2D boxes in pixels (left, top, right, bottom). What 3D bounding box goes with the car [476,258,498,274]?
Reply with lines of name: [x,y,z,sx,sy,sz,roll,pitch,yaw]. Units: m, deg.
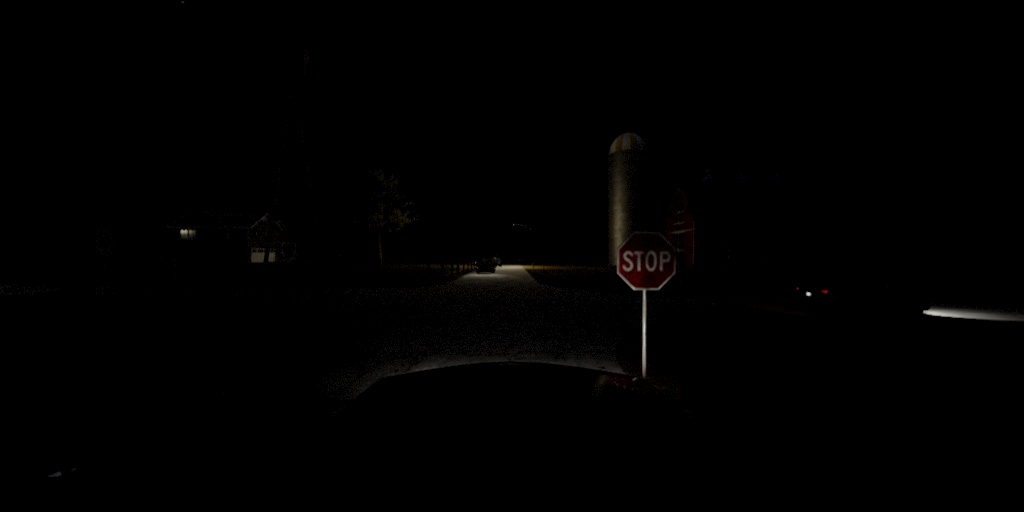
car: [-2.863,1.135,39.494,1.882,1.535,5.008,0,0,0]

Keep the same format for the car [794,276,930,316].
car: [13.918,1.530,14.417,4.181,1.385,1.994,1,0,0]

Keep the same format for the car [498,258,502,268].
car: [-2.825,1.052,61.108,2.097,1.767,4.553,0,0,0]
